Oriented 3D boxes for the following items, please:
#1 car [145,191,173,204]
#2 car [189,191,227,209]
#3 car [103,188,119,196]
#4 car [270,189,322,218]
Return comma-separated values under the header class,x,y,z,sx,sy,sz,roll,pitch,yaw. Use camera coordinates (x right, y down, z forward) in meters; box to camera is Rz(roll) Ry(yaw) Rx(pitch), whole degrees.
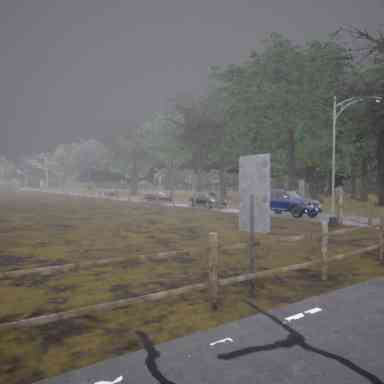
class,x,y,z,sx,sy,sz,roll,pitch,yaw
car,-4.257,0.619,42.743,1.882,1.535,5.008,0,2,-35
car,1.619,0.733,34.467,2.097,1.767,4.553,0,1,-34
car,-15.539,0.087,63.682,1.837,1.490,4.892,0,1,-35
car,7.429,0.839,26.294,2.150,2.045,5.566,0,1,-35
